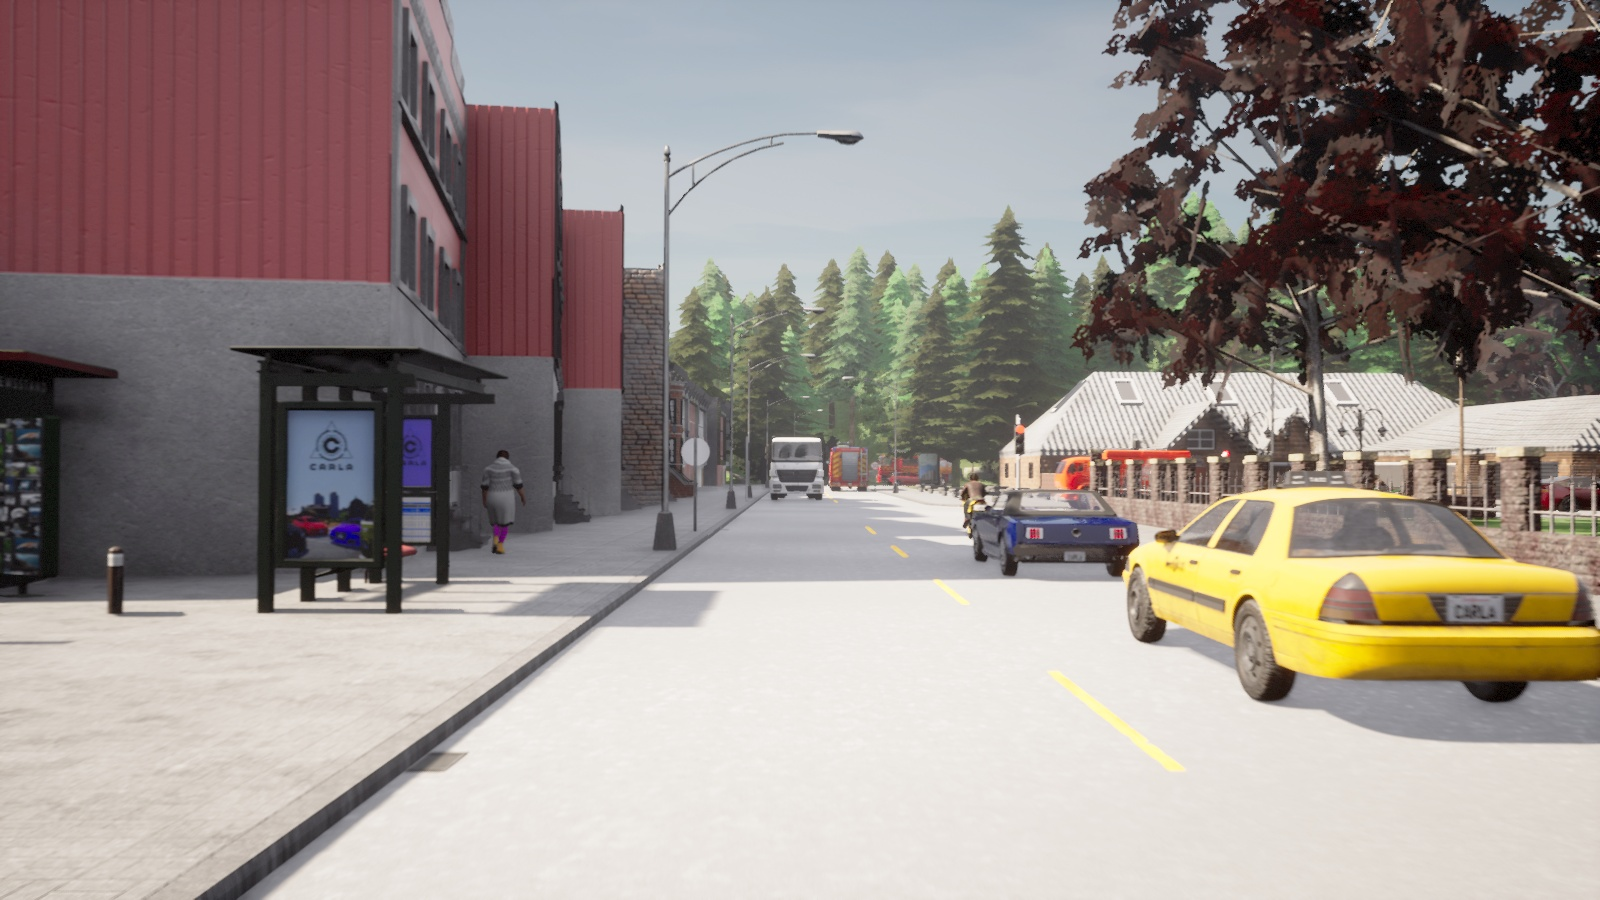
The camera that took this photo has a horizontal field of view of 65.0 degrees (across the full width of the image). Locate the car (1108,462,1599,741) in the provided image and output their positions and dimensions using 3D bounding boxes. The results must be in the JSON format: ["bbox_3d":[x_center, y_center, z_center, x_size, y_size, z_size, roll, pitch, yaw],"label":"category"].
[{"bbox_3d":[3.975,0.902,9.800,1.801,1.575,5.366,0,-1,0],"label":"car"}]

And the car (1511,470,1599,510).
[{"bbox_3d":[29.859,1.489,47.428,4.792,1.488,2.163,0,-1,-2],"label":"car"}]

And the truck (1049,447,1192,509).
[{"bbox_3d":[13.060,1.137,51.467,5.204,2.467,2.627,0,-1,0],"label":"truck"}]

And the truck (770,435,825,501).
[{"bbox_3d":[-0.175,1.009,70.209,2.891,3.462,7.936,0,-1,0],"label":"truck"}]

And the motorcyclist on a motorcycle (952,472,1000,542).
[{"bbox_3d":[3.928,1.254,28.225,0.797,1.523,2.044,0,-1,0],"label":"motorcyclist on a motorcycle"}]

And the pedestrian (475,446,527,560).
[{"bbox_3d":[-5.187,0.910,21.827,0.659,1.952,0.873,0,-1,3],"label":"pedestrian"}]

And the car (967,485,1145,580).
[{"bbox_3d":[3.952,1.238,20.233,1.895,1.301,4.718,0,-1,0],"label":"car"}]
